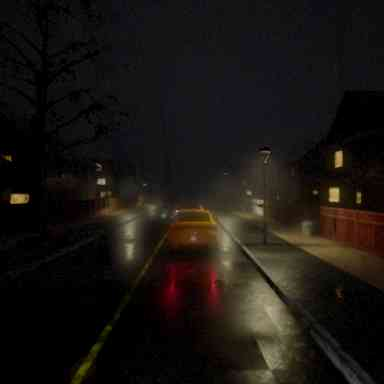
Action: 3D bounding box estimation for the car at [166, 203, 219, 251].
[{"bbox_3d":[0.074,1.458,14.029,1.882,1.535,5.008,0,0,1],"label":"car"}]

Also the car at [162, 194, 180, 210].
[{"bbox_3d":[-2.712,1.247,43.874,2.150,2.045,5.566,0,0,1],"label":"car"}]

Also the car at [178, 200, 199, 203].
[{"bbox_3d":[0.089,1.550,28.037,1.994,1.385,4.181,0,0,1],"label":"car"}]
